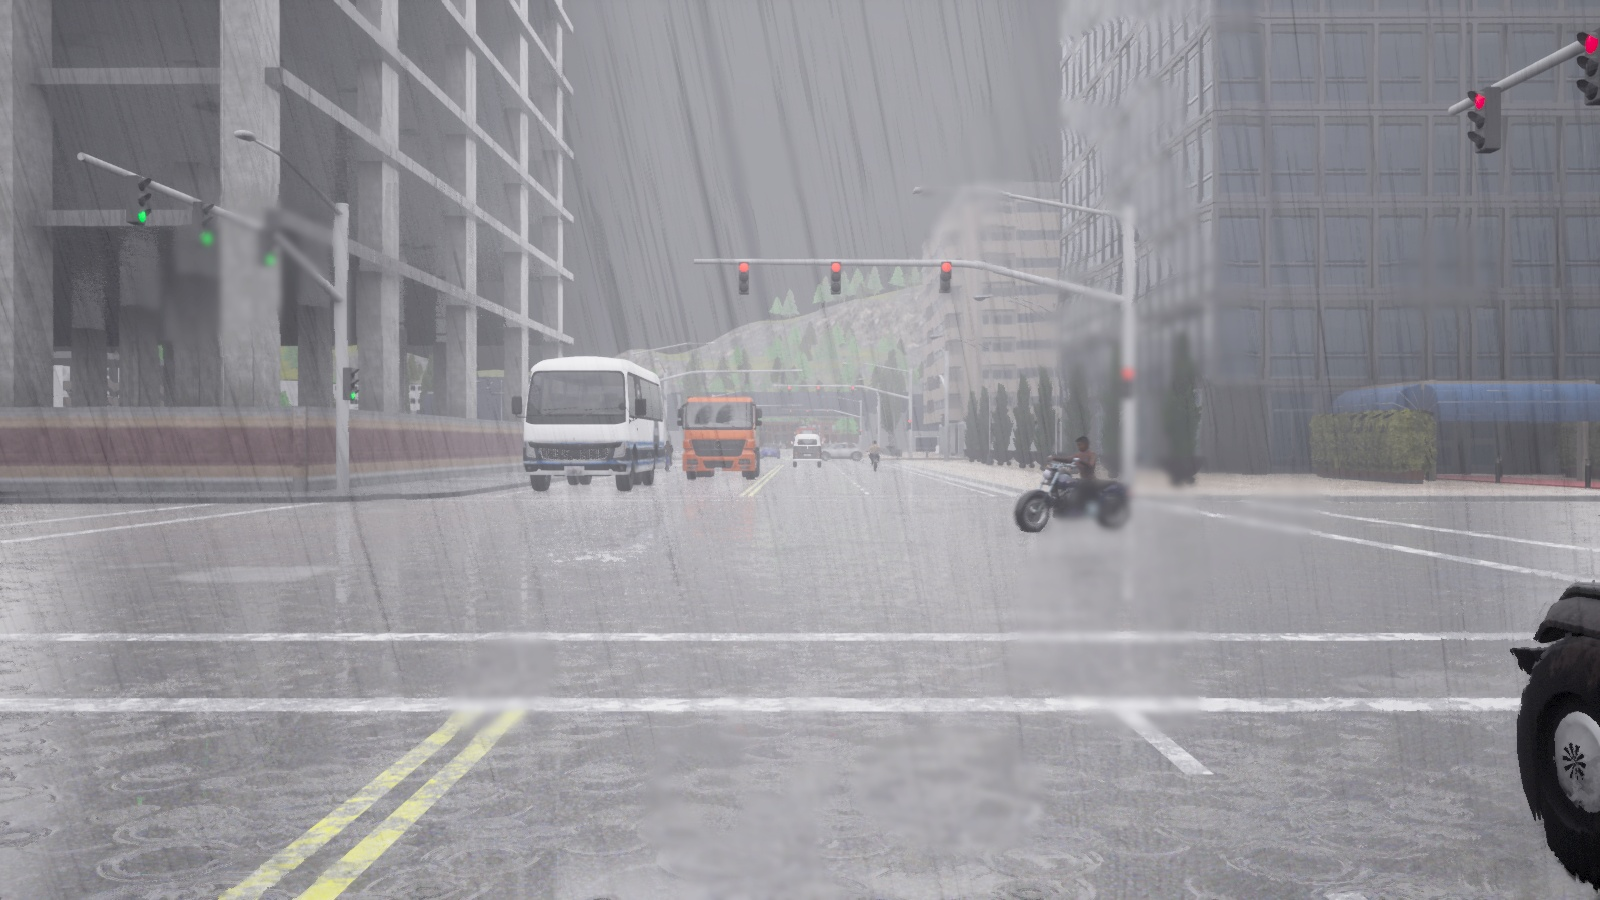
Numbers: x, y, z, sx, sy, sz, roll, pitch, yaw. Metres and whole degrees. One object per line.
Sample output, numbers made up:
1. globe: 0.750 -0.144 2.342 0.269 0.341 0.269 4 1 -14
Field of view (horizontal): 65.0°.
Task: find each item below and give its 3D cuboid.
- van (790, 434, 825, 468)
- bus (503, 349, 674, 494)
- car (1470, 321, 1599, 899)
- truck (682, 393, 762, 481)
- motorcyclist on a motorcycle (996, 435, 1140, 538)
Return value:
1. van: 0.452 0.032 77.677 2.069 2.038 4.480 0 0 0
2. bus: -6.747 -0.873 42.103 3.944 4.253 10.273 0 0 0
3. car: 3.532 0.529 2.910 1.905 1.878 3.866 0 0 0
4. truck: -3.185 -0.539 53.286 2.891 3.462 7.936 0 0 0
5. motorcyclist on a motorcycle: 4.496 0.582 21.040 2.350 1.649 0.766 0 1 -25
